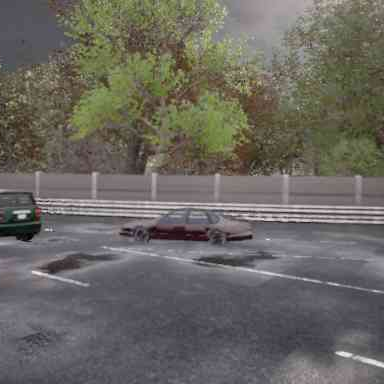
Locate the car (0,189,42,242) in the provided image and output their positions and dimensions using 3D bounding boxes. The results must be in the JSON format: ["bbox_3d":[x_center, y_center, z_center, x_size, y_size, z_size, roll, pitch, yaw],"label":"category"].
[{"bbox_3d":[-8.267,0.892,12.862,5.566,2.045,2.150,1,1,29],"label":"car"}]

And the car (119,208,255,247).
[{"bbox_3d":[-0.176,1.352,13.546,5.357,1.411,2.033,1,1,10],"label":"car"}]
